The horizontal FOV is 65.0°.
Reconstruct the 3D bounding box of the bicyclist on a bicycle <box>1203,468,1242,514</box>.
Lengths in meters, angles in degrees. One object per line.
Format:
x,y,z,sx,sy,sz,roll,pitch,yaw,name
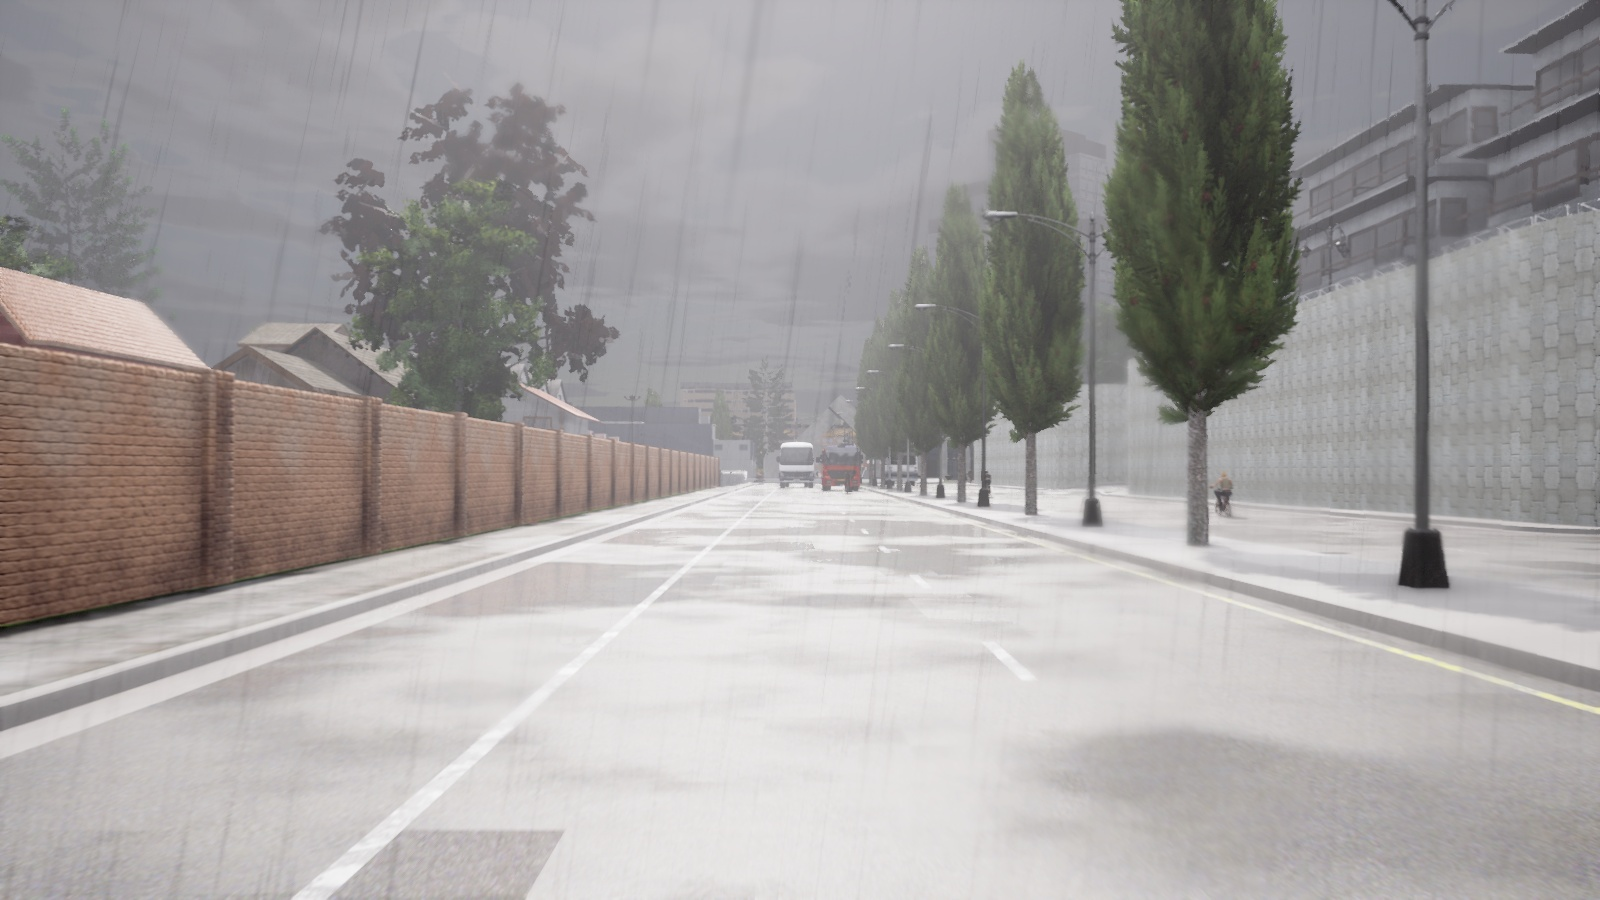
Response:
14.885,1.433,44.254,0.866,1.612,1.509,0,-1,0,bicyclist on a bicycle
